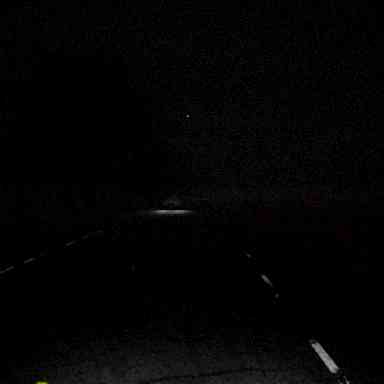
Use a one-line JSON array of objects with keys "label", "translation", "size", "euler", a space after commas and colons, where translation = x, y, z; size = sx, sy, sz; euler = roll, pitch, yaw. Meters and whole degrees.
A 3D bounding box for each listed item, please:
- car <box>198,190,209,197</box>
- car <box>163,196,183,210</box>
[{"label": "car", "translation": [2.759, 0.364, 77.465], "size": [2.097, 1.767, 4.553], "euler": [0, 1, 9]}, {"label": "car", "translation": [-2.073, 1.200, 37.156], "size": [1.812, 1.442, 4.674], "euler": [0, 0, 5]}]
